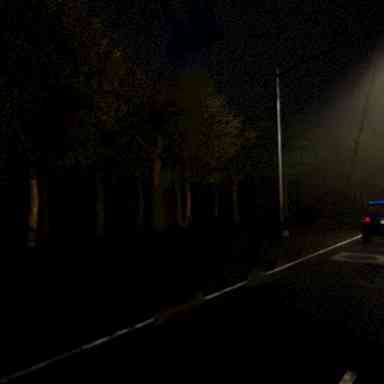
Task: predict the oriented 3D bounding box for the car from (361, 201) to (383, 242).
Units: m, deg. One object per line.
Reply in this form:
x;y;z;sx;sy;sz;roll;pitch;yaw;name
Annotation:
10.408;1.460;17.209;2.150;2.045;5.566;-3;-2;39;car
